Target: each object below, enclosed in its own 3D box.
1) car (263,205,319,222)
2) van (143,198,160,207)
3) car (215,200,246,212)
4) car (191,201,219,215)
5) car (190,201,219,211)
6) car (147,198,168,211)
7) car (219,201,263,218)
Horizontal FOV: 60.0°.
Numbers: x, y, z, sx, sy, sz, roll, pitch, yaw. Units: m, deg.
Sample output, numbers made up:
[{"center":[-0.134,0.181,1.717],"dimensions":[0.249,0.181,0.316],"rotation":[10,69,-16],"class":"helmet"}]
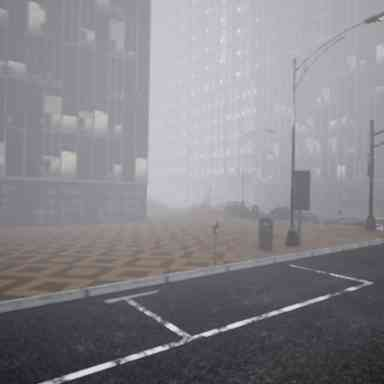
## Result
[{"center":[8.144,1.711,26.811],"dimensions":[1.802,1.307,4.206],"rotation":[1,-1,-35],"class":"car"},{"center":[-7.815,2.019,64.205],"dimensions":[1.690,1.788,3.998],"rotation":[1,-1,-35],"class":"van"},{"center":[5.227,1.899,45.584],"dimensions":[1.967,1.590,4.097],"rotation":[1,-1,-35],"class":"car"},{"center":[1.721,1.763,35.983],"dimensions":[1.752,1.417,4.829],"rotation":[1,-1,-35],"class":"car"},{"center":[1.869,2.041,50.376],"dimensions":[1.752,1.417,4.829],"rotation":[1,-1,-35],"class":"car"},{"center":[-4.898,1.788,45.433],"dimensions":[1.967,1.590,4.097],"rotation":[1,-1,-35],"class":"car"},{"center":[4.884,1.624,31.468],"dimensions":[1.967,1.590,4.097],"rotation":[1,-1,-35],"class":"car"}]
